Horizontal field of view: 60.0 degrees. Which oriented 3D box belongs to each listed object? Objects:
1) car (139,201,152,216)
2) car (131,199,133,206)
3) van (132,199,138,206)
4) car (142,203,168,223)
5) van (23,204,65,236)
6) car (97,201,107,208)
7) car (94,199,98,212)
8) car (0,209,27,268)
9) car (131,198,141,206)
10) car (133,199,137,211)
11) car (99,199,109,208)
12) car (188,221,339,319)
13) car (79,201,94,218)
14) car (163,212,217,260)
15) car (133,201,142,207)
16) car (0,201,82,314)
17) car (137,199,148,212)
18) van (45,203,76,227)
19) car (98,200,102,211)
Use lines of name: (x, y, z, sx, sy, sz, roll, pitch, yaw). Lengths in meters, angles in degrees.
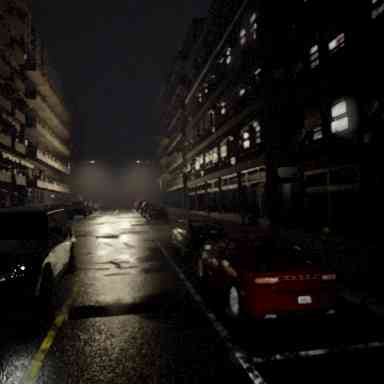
car: (-4.176, 1.969, 34.499, 1.887, 1.381, 4.507, 0, -1, -11)
car: (-9.709, 2.293, 61.595, 1.967, 1.590, 4.097, 0, -1, -11)
van: (-15.208, 2.668, 88.698, 1.690, 1.788, 3.998, 0, -1, -11)
car: (-3.076, 1.888, 29.081, 1.887, 1.381, 4.507, 0, -1, -11)
van: (-9.709, 1.768, 22.154, 1.690, 1.788, 3.998, 0, -1, -11)
car: (-20.707, 2.839, 76.346, 1.887, 1.381, 4.507, 0, -1, -11)
car: (-14.108, 2.070, 43.833, 2.192, 1.841, 5.009, 0, -1, -11)
car: (-7.509, 1.590, 11.318, 2.192, 1.841, 5.009, 0, -1, -11)
car: (-14.108, 2.543, 83.278, 2.192, 1.841, 5.009, 0, -1, -11)
car: (-7.509, 1.992, 50.756, 2.192, 1.841, 5.009, 0, -1, -11)
car: (-19.607, 2.515, 70.929, 2.192, 1.841, 5.009, 0, -1, -11)
car: (1.323, 1.582, 7.401, 1.887, 1.381, 4.507, 0, -1, -11)
car: (-13.009, 1.986, 38.414, 2.192, 1.841, 5.009, 0, -1, -11)
car: (0.223, 1.662, 12.821, 2.008, 1.369, 4.403, 0, -1, -11)
car: (-11.908, 2.618, 72.433, 1.802, 1.307, 4.206, 0, -1, -11)
car: (-4.264, 1.394, 8.110, 2.150, 2.045, 5.566, -1, -1, -11)
car: (-5.269, 1.948, 39.923, 1.967, 1.590, 4.097, 0, -1, -11)
van: (-10.809, 1.848, 27.575, 1.690, 1.788, 3.998, 0, -1, -11)
car: (-16.308, 2.493, 54.669, 1.947, 1.339, 4.313, 0, -1, -11)
